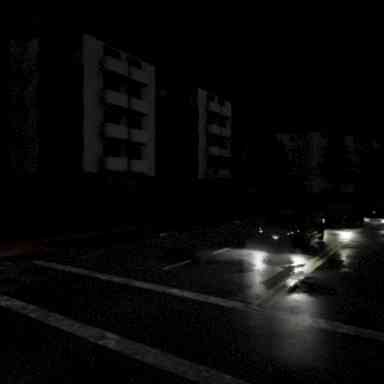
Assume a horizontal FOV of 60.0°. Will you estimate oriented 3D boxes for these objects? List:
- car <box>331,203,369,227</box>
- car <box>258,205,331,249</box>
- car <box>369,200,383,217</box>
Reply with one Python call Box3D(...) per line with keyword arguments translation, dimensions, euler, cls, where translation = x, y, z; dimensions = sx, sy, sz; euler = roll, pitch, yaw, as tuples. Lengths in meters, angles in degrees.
Box3D(translation=(10.327, 1.474, 22.810), dimensions=(1.882, 1.535, 5.008), euler=(0, 0, 40), cls="car")
Box3D(translation=(4.556, 1.501, 14.820), dimensions=(1.837, 1.490, 4.892), euler=(0, 0, 34), cls="car")
Box3D(translation=(17.394, 1.502, 29.769), dimensions=(4.892, 1.490, 1.837), euler=(0, 0, -37), cls="car")
